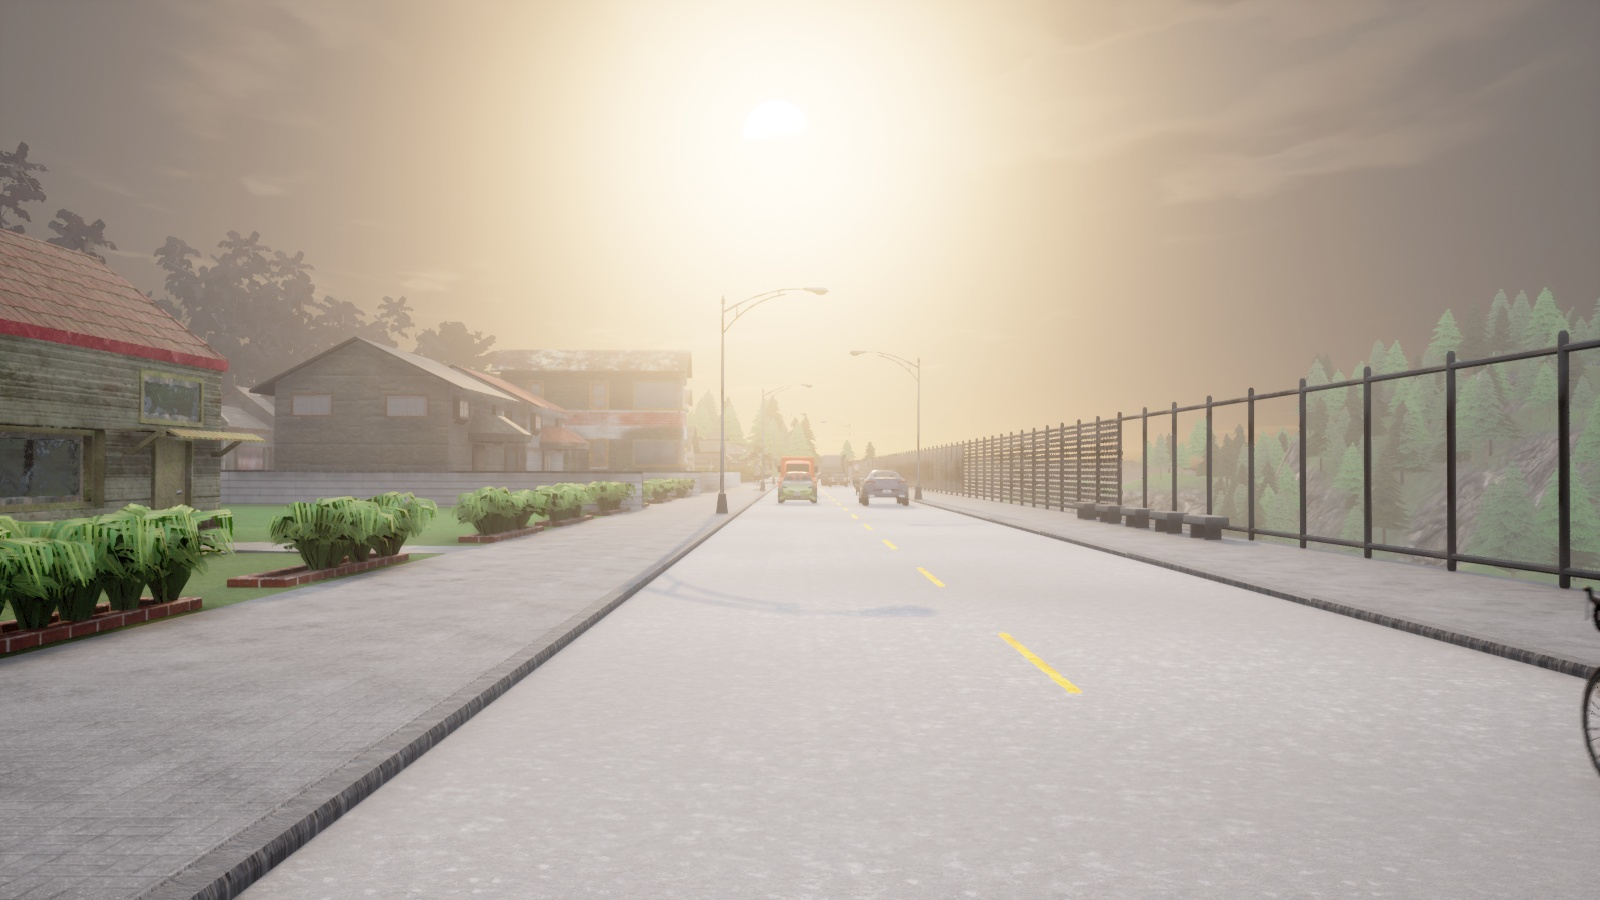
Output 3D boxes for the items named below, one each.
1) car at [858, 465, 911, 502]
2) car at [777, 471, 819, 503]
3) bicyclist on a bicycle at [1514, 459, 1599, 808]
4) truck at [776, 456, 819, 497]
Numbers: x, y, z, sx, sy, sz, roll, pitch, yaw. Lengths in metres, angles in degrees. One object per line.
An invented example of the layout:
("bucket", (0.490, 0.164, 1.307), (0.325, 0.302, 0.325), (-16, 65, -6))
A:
("car", (3.900, 1.565, 58.934), (2.152, 1.651, 5.027), (0, -1, 0))
("car", (-0.104, 1.792, 61.514), (2.007, 1.525, 4.514), (0, -1, 0))
("bicyclist on a bicycle", (3.995, 0.846, 5.660), (0.582, 1.620, 1.656), (0, -1, 0))
("truck", (-0.139, 1.657, 79.316), (2.627, 2.467, 5.204), (0, -1, 0))
